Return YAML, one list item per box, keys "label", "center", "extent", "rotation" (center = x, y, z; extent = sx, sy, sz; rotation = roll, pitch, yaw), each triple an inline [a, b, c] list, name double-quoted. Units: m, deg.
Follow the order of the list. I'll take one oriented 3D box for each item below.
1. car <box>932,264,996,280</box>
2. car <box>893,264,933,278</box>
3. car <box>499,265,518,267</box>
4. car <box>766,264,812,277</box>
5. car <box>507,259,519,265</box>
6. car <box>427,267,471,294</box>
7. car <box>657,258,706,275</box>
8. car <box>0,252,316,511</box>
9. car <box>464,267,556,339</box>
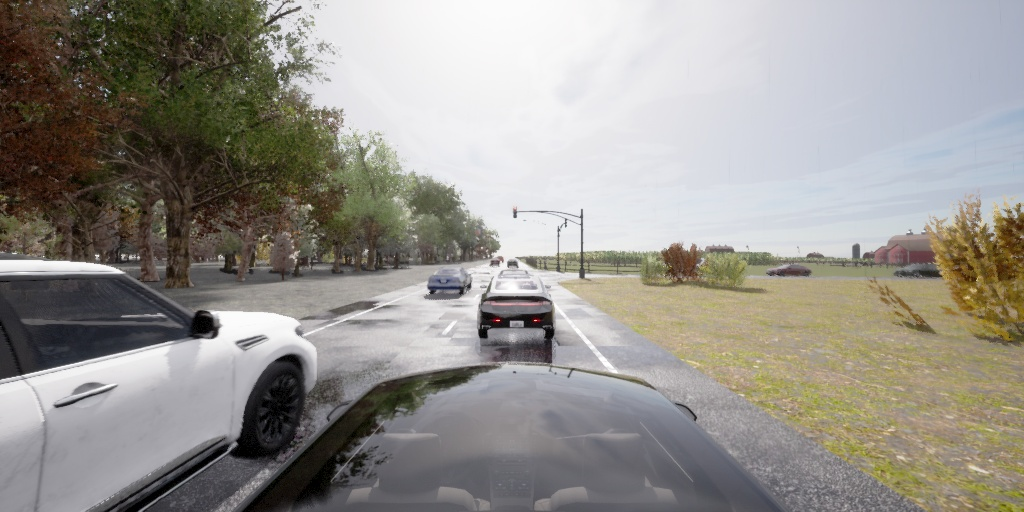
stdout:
- label: "car"
  center: [48.608, 1.825, 37.899]
  extent: [5.357, 1.411, 2.033]
  rotation: [1, -1, 1]
- label: "car"
  center: [47.171, 1.673, 41.477]
  extent: [4.553, 1.767, 2.097]
  rotation: [0, -1, 1]
- label: "car"
  center: [0.111, 1.355, 19.223]
  extent: [1.895, 1.301, 4.718]
  rotation: [0, 0, 0]
- label: "car"
  center: [32.111, 1.684, 41.593]
  extent: [4.674, 1.442, 1.812]
  rotation: [1, -1, 1]
- label: "car"
  center: [0.135, 1.259, 63.601]
  extent: [1.837, 1.490, 4.892]
  rotation: [0, 0, 0]
- label: "car"
  center: [-3.390, 1.302, 20.280]
  extent: [2.033, 1.411, 5.357]
  rotation: [0, 0, 0]
- label: "car"
  center: [19.678, 1.244, 41.660]
  extent: [5.566, 2.045, 2.150]
  rotation: [1, -1, 0]
- label: "car"
  center: [-3.403, 0.973, 1.893]
  extent: [2.150, 2.045, 5.566]
  rotation: [0, 0, 0]
- label: "car"
  center: [0.106, 1.244, 10.102]
  extent: [2.128, 1.511, 4.902]
  rotation: [0, 0, 0]
